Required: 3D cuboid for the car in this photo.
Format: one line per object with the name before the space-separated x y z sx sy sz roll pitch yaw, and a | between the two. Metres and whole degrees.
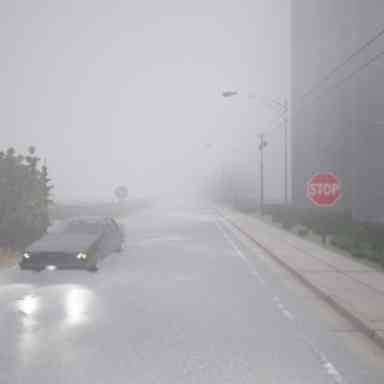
car | -3.517 1.531 11.051 2.033 1.411 5.357 0 0 1
